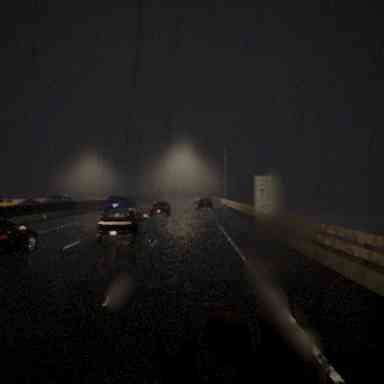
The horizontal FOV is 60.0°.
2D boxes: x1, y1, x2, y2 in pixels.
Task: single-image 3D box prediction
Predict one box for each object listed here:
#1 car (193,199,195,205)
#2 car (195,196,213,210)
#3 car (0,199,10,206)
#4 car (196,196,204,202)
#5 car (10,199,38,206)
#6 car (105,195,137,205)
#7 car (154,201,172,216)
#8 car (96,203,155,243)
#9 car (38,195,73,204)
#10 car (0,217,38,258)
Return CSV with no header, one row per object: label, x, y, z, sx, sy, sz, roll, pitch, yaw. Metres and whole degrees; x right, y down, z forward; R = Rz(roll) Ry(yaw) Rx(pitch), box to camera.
car,1.212,1.846,64.766,1.895,1.301,4.718,0,0,2
car,1.865,1.508,46.870,2.097,1.767,4.553,0,0,2
car,-24.051,1.612,42.270,1.882,1.535,5.008,0,-1,2
car,1.900,1.720,81.047,1.895,1.301,4.718,0,0,3
car,-20.558,1.660,42.137,1.812,1.442,4.674,0,0,2
car,-6.605,1.318,31.559,2.150,2.045,5.566,0,0,1
car,-3.065,1.630,33.506,1.812,1.442,4.674,0,0,1
car,-3.314,1.539,16.492,2.128,1.511,4.902,0,0,1
car,-17.057,1.358,42.622,2.150,2.045,5.566,0,0,2
car,-6.858,1.534,10.895,1.837,1.490,4.892,0,0,0
